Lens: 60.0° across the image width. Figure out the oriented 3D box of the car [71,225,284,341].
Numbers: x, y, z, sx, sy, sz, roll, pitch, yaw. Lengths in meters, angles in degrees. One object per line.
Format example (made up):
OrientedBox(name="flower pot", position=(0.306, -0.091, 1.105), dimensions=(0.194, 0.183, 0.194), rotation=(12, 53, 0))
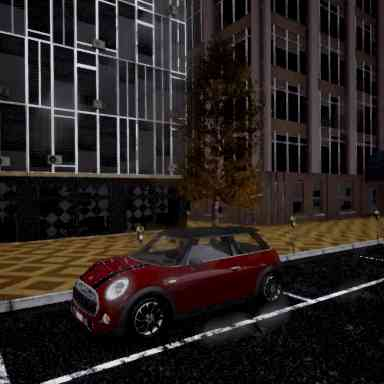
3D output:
OrientedBox(name="car", position=(-0.156, 1.439, 6.429), dimensions=(4.097, 1.590, 1.967), rotation=(0, -1, -35))
